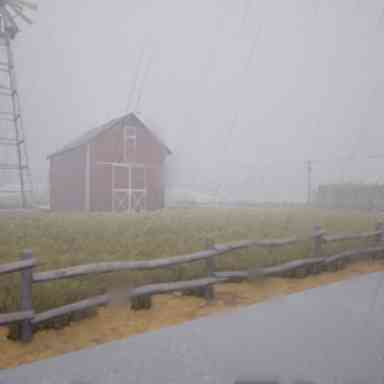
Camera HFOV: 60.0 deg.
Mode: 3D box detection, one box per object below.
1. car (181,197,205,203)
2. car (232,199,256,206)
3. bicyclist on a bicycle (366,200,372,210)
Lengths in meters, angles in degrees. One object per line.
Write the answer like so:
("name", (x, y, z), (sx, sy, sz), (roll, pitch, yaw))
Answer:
("car", (0.629, 1.689, 61.616), (2.097, 1.767, 4.553), (1, 0, -35))
("car", (8.673, 1.934, 55.804), (1.994, 1.385, 4.181), (1, 0, -35))
("bicyclist on a bicycle", (22.504, 1.856, 42.074), (1.656, 1.620, 0.582), (0, 0, -35))
